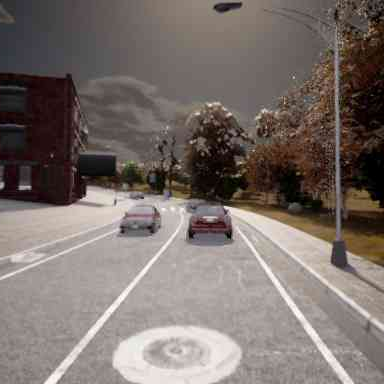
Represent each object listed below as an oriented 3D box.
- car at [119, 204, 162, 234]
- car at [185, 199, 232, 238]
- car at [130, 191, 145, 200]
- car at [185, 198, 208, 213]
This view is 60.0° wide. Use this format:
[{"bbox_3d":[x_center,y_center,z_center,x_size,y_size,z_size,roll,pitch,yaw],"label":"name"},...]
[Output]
[{"bbox_3d":[-2.782,1.460,18.962,1.812,1.442,4.674,0,0,2],"label":"car"},{"bbox_3d":[0.925,1.310,17.584,2.097,1.767,4.553,0,0,2],"label":"car"},{"bbox_3d":[-10.144,0.592,61.205,2.033,1.411,5.357,1,2,-23],"label":"car"},{"bbox_3d":[0.373,1.399,35.321,1.895,1.301,4.718,1,1,-6],"label":"car"}]
